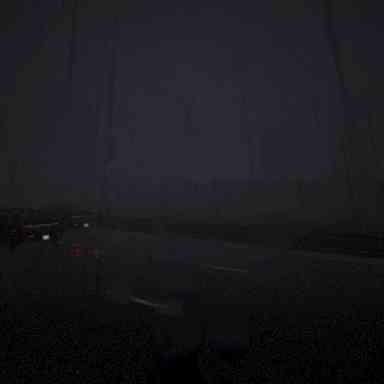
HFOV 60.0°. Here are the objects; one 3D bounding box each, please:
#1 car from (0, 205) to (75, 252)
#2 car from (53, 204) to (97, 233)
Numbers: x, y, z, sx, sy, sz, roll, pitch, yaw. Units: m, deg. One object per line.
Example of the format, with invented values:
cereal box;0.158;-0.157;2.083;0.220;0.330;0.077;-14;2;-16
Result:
car;-7.278;1.413;13.500;4.902;1.511;2.128;0;0;36
car;-7.156;1.400;17.717;4.902;1.511;2.128;0;0;36
